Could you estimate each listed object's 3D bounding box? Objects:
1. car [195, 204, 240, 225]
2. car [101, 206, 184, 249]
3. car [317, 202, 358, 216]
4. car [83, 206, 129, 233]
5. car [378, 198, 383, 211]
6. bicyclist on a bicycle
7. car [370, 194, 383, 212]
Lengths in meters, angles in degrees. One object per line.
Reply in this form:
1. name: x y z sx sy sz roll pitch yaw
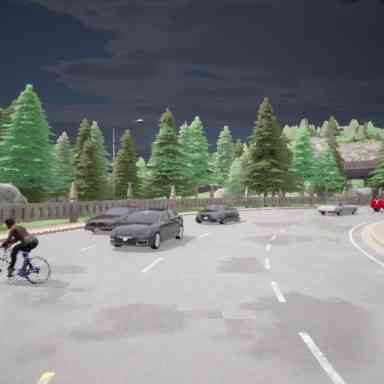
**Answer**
1. car: 1.901 1.564 24.014 1.994 1.385 4.181 0 0 30
2. car: -1.788 1.505 14.669 1.837 1.490 4.892 0 0 17
3. car: 14.418 1.601 32.720 4.718 1.301 1.895 0 0 -39
4. car: -3.943 1.547 19.491 2.033 1.411 5.357 0 0 21
5. car: 21.453 1.547 33.160 5.357 1.411 2.033 0 0 -29
6. bicyclist on a bicycle: -4.219 1.455 8.043 1.656 1.620 0.582 -2 0 6
7. car: 22.934 1.221 37.809 5.566 2.045 2.150 0 0 -22
